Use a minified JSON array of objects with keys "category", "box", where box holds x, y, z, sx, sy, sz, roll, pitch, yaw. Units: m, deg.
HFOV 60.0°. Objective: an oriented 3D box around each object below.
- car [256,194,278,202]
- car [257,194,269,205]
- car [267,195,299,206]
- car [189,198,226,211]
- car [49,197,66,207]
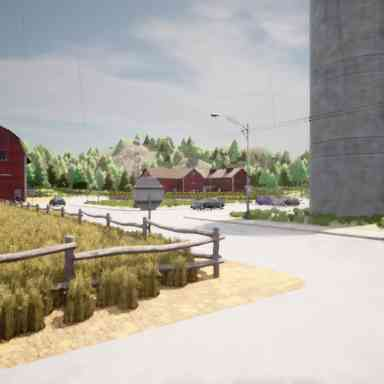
[{"category":"car","box":[16.369,1.289,73.147,1.932,1.855,4.605,0,0,-36]},{"category":"car","box":[12.875,1.464,54.175,2.242,1.667,4.611,0,0,-36]},{"category":"car","box":[14.089,1.475,49.949,4.902,1.511,2.128,0,0,-36]},{"category":"car","box":[1.937,1.482,40.962,4.902,1.511,2.128,0,0,-36]},{"category":"car","box":[-21.199,1.521,52.419,1.812,1.442,4.674,0,0,-34]}]
